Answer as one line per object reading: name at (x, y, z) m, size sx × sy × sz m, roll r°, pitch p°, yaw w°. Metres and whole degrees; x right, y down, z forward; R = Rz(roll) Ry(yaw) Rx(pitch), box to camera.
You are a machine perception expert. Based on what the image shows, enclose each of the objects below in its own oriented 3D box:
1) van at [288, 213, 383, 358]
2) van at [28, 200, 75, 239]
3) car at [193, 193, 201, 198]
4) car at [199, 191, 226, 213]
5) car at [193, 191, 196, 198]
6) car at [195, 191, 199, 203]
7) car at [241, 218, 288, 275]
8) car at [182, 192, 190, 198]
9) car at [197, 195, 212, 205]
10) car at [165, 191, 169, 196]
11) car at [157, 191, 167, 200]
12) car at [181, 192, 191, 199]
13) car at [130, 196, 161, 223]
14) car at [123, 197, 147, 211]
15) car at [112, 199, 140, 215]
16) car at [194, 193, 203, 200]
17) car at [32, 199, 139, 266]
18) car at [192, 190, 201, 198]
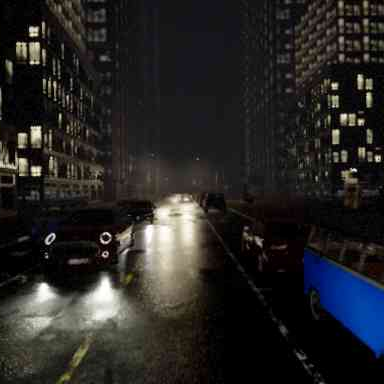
van at (2.759, 1.262, 4.357) m, size 1.690 × 1.788 × 3.998 m, roll -1°, pitch 0°, yaw -1°
van at (-5.939, 1.294, 15.271) m, size 1.690 × 1.788 × 3.998 m, roll -1°, pitch 0°, yaw -1°
car at (1.200, 0.827, 81.887) m, size 1.947 × 1.339 × 4.313 m, roll -1°, pitch 1°, yaw -1°
car at (2.128, 1.004, 32.041) m, size 2.192 × 1.841 × 5.009 m, roll -1°, pitch 0°, yaw -1°
car at (1.715, 0.815, 54.194) m, size 2.192 × 1.841 × 5.009 m, roll -1°, pitch 1°, yaw -1°
car at (1.921, 0.910, 43.118) m, size 2.192 × 1.841 × 5.009 m, roll -1°, pitch 1°, yaw -1°
car at (2.568, 1.420, 9.894) m, size 1.887 × 1.381 × 4.507 m, roll -1°, pitch 0°, yaw -1°
car at (-1.534, 0.665, 83.946) m, size 1.837 × 1.490 × 4.892 m, roll -1°, pitch 1°, yaw -1°
car at (1.821, 1.113, 48.658) m, size 1.947 × 1.339 × 4.313 m, roll -1°, pitch 1°, yaw -1°
car at (-7.178, 0.967, 81.731) m, size 1.802 × 1.307 × 4.206 m, roll -1°, pitch 1°, yaw -1°
car at (-6.971, 1.063, 70.655) m, size 1.802 × 1.307 × 4.206 m, roll -1°, pitch 1°, yaw -1°
car at (-1.346, 0.888, 73.941) m, size 1.812 × 1.442 × 4.674 m, roll -1°, pitch 1°, yaw -1°
car at (-3.494, 1.347, 23.595) m, size 1.837 × 1.490 × 4.892 m, roll -1°, pitch 1°, yaw -1°
car at (-6.351, 1.316, 37.425) m, size 2.008 × 1.369 × 4.403 m, roll -1°, pitch 0°, yaw -1°
car at (-6.247, 1.379, 31.887) m, size 1.947 × 1.339 × 4.313 m, roll -1°, pitch 0°, yaw -1°
car at (1.404, 0.881, 70.980) m, size 1.752 × 1.417 × 4.829 m, roll -1°, pitch 1°, yaw -1°
car at (-3.278, 1.301, 11.351) m, size 2.097 × 1.767 × 4.553 m, roll -1°, pitch 0°, yaw -1°
car at (1.094, 0.529, 87.423) m, size 2.192 × 1.841 × 5.009 m, roll -1°, pitch 1°, yaw -1°
